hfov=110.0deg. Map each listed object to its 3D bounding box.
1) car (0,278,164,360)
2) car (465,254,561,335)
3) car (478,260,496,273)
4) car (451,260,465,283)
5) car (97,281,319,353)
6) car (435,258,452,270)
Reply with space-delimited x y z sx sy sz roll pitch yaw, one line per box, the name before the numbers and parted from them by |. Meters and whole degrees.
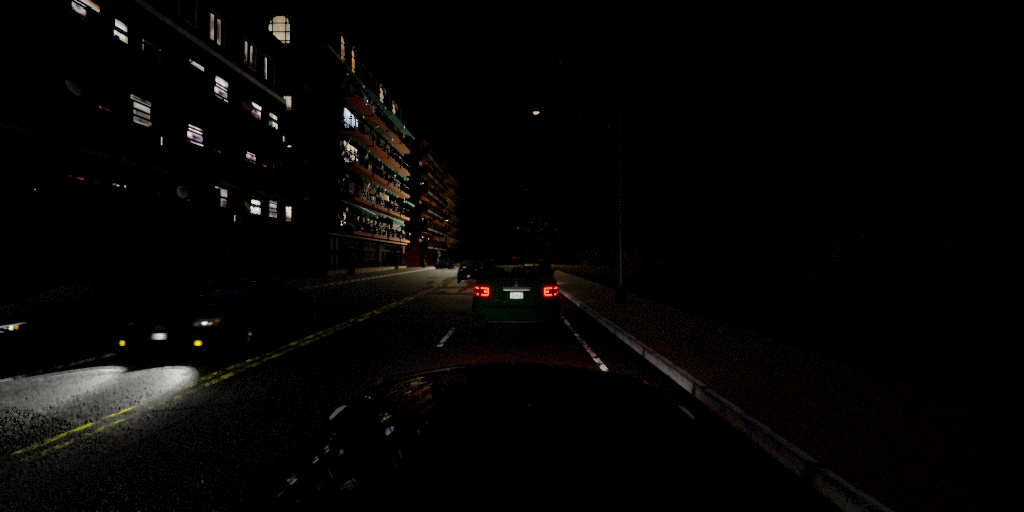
car | -9.820 1.277 8.520 1.812 1.442 4.674 0 0 0
car | 0.118 0.973 10.673 2.150 2.045 5.566 0 0 0
car | -3.031 1.229 44.695 1.882 1.535 5.008 0 0 0
car | -3.077 1.240 27.906 2.128 1.511 4.902 0 0 0
car | -6.581 1.315 8.683 1.994 1.385 4.181 0 0 0
car | -9.707 1.103 51.780 2.097 1.767 4.553 0 0 0
